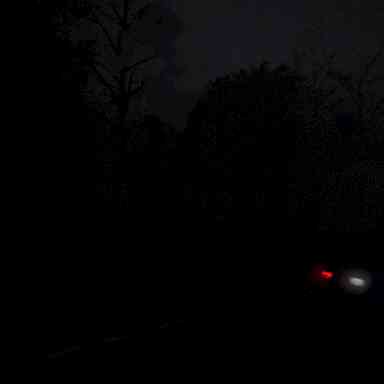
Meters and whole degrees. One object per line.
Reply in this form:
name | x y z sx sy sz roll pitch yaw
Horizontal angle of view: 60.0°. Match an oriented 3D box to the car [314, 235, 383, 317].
car | 4.916 1.645 7.265 5.357 1.411 2.033 1 -1 -36
